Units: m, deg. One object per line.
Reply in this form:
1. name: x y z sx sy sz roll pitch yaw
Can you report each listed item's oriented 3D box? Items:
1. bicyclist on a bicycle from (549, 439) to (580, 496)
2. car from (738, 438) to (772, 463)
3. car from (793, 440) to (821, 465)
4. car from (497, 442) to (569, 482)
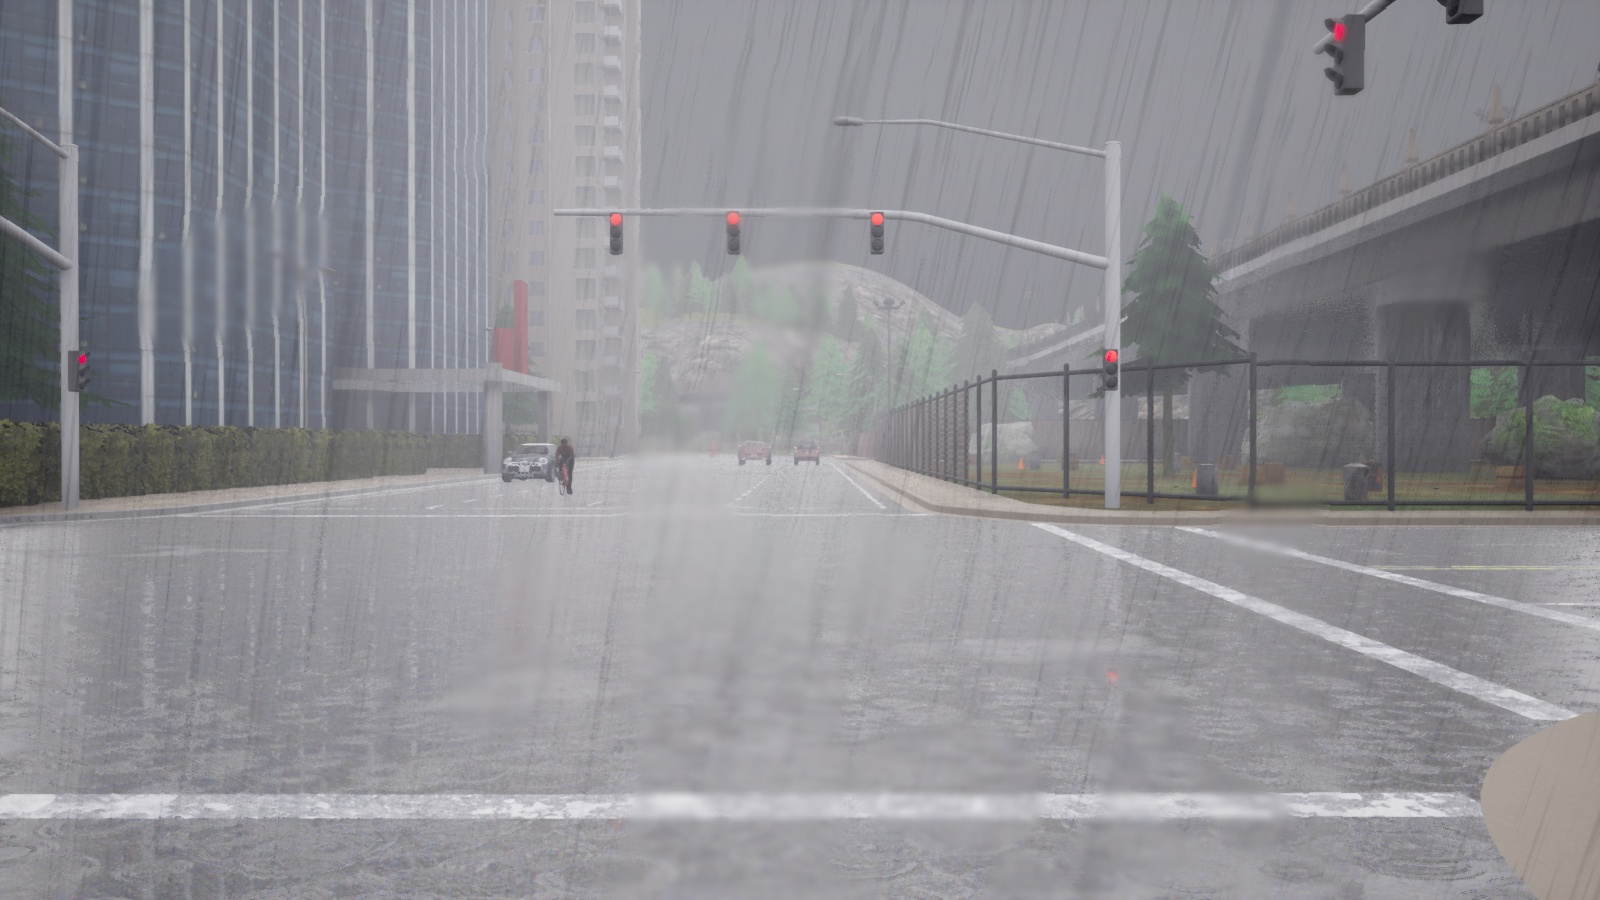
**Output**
1. bicyclist on a bicycle: -6.795 0.489 36.317 0.582 1.620 1.656 0 1 0
2. car: -3.036 0.039 85.718 2.152 1.651 5.027 0 0 0
3. car: 0.474 0.158 86.290 1.851 1.617 3.988 0 0 0
4. car: -10.232 0.431 48.375 1.970 1.475 3.806 0 0 0
